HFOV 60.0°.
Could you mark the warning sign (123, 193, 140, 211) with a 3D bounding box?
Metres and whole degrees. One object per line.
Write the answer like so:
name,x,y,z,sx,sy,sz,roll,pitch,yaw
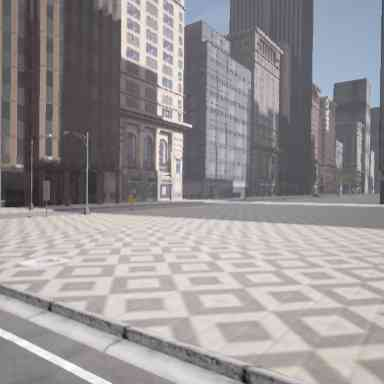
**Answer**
warning sign,-6.364,1.059,35.038,1.300,1.860,1.060,1,1,35
